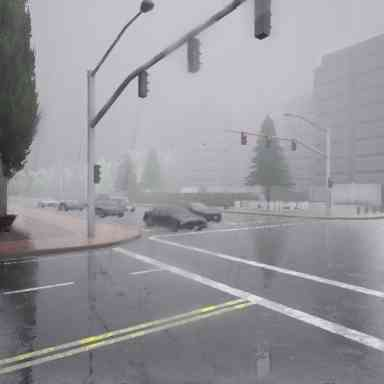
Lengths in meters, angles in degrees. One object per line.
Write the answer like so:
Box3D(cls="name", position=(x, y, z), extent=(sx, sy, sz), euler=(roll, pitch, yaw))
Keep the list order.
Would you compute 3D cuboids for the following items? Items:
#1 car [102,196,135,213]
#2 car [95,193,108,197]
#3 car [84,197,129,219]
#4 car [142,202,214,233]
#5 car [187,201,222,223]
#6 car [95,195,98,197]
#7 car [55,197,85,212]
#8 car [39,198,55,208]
Box3D(cls="car", position=(-7.762, 1.493, 35.588), extent=(2.128, 1.511, 4.902), euler=(0, 0, -36))
Box3D(cls="car", position=(-16.983, 1.221, 60.808), extent=(2.150, 2.045, 5.566), euler=(0, 0, -36))
Box3D(cls="car", position=(-7.635, 1.505, 29.399), extent=(1.837, 1.490, 4.892), euler=(0, 0, -36))
Box3D(cls="car", position=(-1.189, 1.548, 20.051), extent=(2.033, 1.411, 5.357), euler=(0, 0, -32))
Box3D(cls="car", position=(0.144, 1.478, 24.596), extent=(1.882, 1.535, 5.008), euler=(0, 0, -36))
Box3D(cls="car", position=(-14.900, 1.506, 45.568), extent=(1.837, 1.490, 4.892), euler=(0, 0, -35))
Box3D(cls="car", position=(-13.989, 1.525, 38.273), extent=(1.812, 1.442, 4.674), euler=(0, 0, -36))
Box3D(cls="car", position=(-20.713, 1.525, 47.703), extent=(1.812, 1.442, 4.674), euler=(0, 0, -35))
